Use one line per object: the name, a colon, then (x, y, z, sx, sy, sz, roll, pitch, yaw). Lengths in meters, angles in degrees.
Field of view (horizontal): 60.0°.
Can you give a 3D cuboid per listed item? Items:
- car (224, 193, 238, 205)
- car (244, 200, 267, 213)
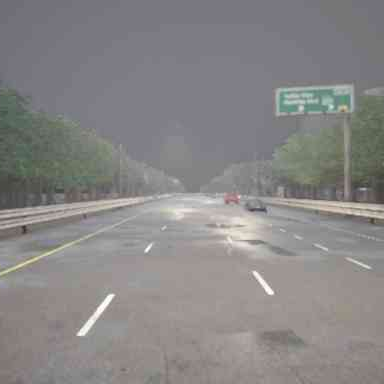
car: (7.087, 1.207, 60.819, 2.150, 2.045, 5.566, 0, 0, 0)
car: (7.050, 1.556, 37.454, 1.994, 1.385, 4.181, 0, 0, 0)
